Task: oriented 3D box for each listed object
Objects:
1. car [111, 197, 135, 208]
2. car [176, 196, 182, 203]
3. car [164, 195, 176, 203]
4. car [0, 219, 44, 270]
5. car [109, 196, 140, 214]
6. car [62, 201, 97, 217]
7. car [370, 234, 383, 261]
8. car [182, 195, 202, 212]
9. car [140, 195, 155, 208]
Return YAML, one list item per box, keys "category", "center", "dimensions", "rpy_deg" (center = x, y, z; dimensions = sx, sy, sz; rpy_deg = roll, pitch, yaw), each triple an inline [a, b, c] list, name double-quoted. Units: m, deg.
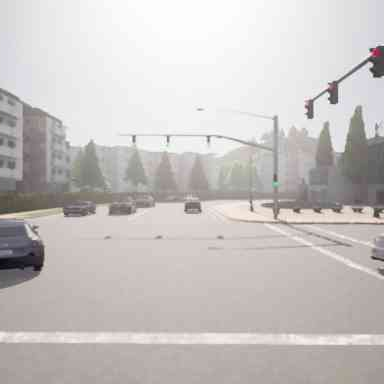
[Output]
- category: "car"
  center: [-9.896, 1.468, 48.018]
  dimensions: [1.994, 1.385, 4.181]
  rpy_deg: [0, 0, 9]
- category: "car"
  center: [-0.320, 1.363, 64.897]
  dimensions: [2.128, 1.511, 4.902]
  rpy_deg: [0, 0, 31]
- category: "car"
  center: [-3.796, 1.394, 65.897]
  dimensions: [1.812, 1.442, 4.674]
  rpy_deg: [0, 0, 28]
- category: "car"
  center: [-5.821, 1.542, 10.394]
  dimensions: [1.994, 1.385, 4.181]
  rpy_deg: [0, 0, -29]
- category: "car"
  center: [-6.968, 1.285, 33.729]
  dimensions: [2.097, 1.767, 4.553]
  rpy_deg: [0, 0, 0]
- category: "car"
  center: [-10.447, 1.538, 31.184]
  dimensions: [1.895, 1.301, 4.718]
  rpy_deg: [0, 0, -1]
- category: "car"
  center: [7.407, 1.507, 9.265]
  dimensions: [4.674, 1.442, 1.812]
  rpy_deg: [0, -1, -8]
- category: "car"
  center: [0.068, 1.428, 38.267]
  dimensions: [1.837, 1.490, 4.892]
  rpy_deg: [0, 0, -1]
- category: "car"
  center: [-6.626, 1.260, 46.040]
  dimensions: [2.097, 1.767, 4.553]
  rpy_deg: [0, 0, 7]
